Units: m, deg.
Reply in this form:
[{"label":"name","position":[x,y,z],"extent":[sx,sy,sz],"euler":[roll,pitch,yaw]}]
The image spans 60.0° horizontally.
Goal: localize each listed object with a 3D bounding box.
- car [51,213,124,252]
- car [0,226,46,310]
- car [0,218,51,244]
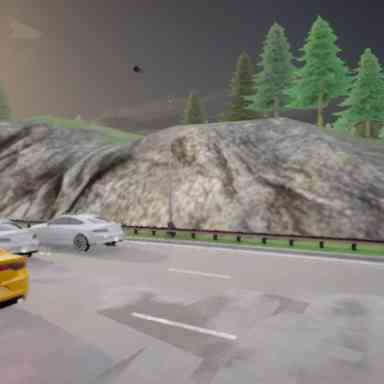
[{"label":"car","position":[-5.080,1.653,14.351],"extent":[4.674,1.442,1.812],"euler":[0,-1,27]},{"label":"car","position":[-5.477,1.536,6.697],"extent":[5.008,1.535,1.882],"euler":[0,-1,28]},{"label":"car","position":[-7.403,1.627,11.602],"extent":[4.674,1.442,1.812],"euler":[0,-1,26]}]
